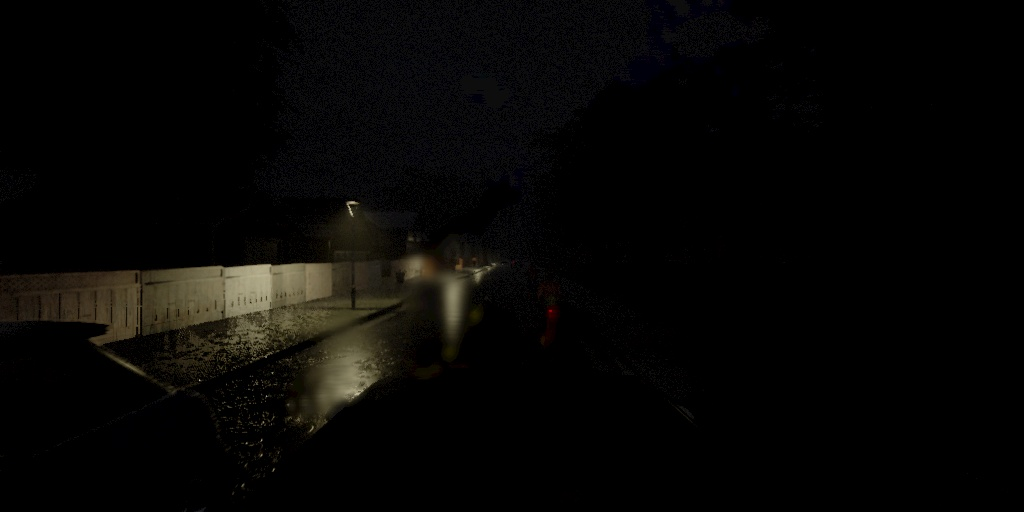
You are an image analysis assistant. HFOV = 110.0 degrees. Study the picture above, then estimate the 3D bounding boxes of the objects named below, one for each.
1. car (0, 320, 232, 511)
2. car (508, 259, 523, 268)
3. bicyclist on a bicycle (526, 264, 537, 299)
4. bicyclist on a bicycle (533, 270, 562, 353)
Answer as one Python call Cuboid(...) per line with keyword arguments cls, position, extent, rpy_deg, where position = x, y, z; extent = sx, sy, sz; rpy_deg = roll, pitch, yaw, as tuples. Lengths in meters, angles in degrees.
Cuboid(cls="car", position=(-2.852, 1.114, 0.336), extent=(2.097, 1.767, 4.553), rpy_deg=(0, 0, 1))
Cuboid(cls="car", position=(0.833, 1.279, 62.116), extent=(2.128, 1.511, 4.902), rpy_deg=(0, 0, 1))
Cuboid(cls="bicyclist on a bicycle", position=(0.951, 1.202, 16.869), extent=(0.582, 1.620, 1.656), rpy_deg=(0, 0, 1))
Cuboid(cls="bicyclist on a bicycle", position=(0.844, 1.200, 7.869), extent=(0.582, 1.620, 1.656), rpy_deg=(0, 0, 1))
